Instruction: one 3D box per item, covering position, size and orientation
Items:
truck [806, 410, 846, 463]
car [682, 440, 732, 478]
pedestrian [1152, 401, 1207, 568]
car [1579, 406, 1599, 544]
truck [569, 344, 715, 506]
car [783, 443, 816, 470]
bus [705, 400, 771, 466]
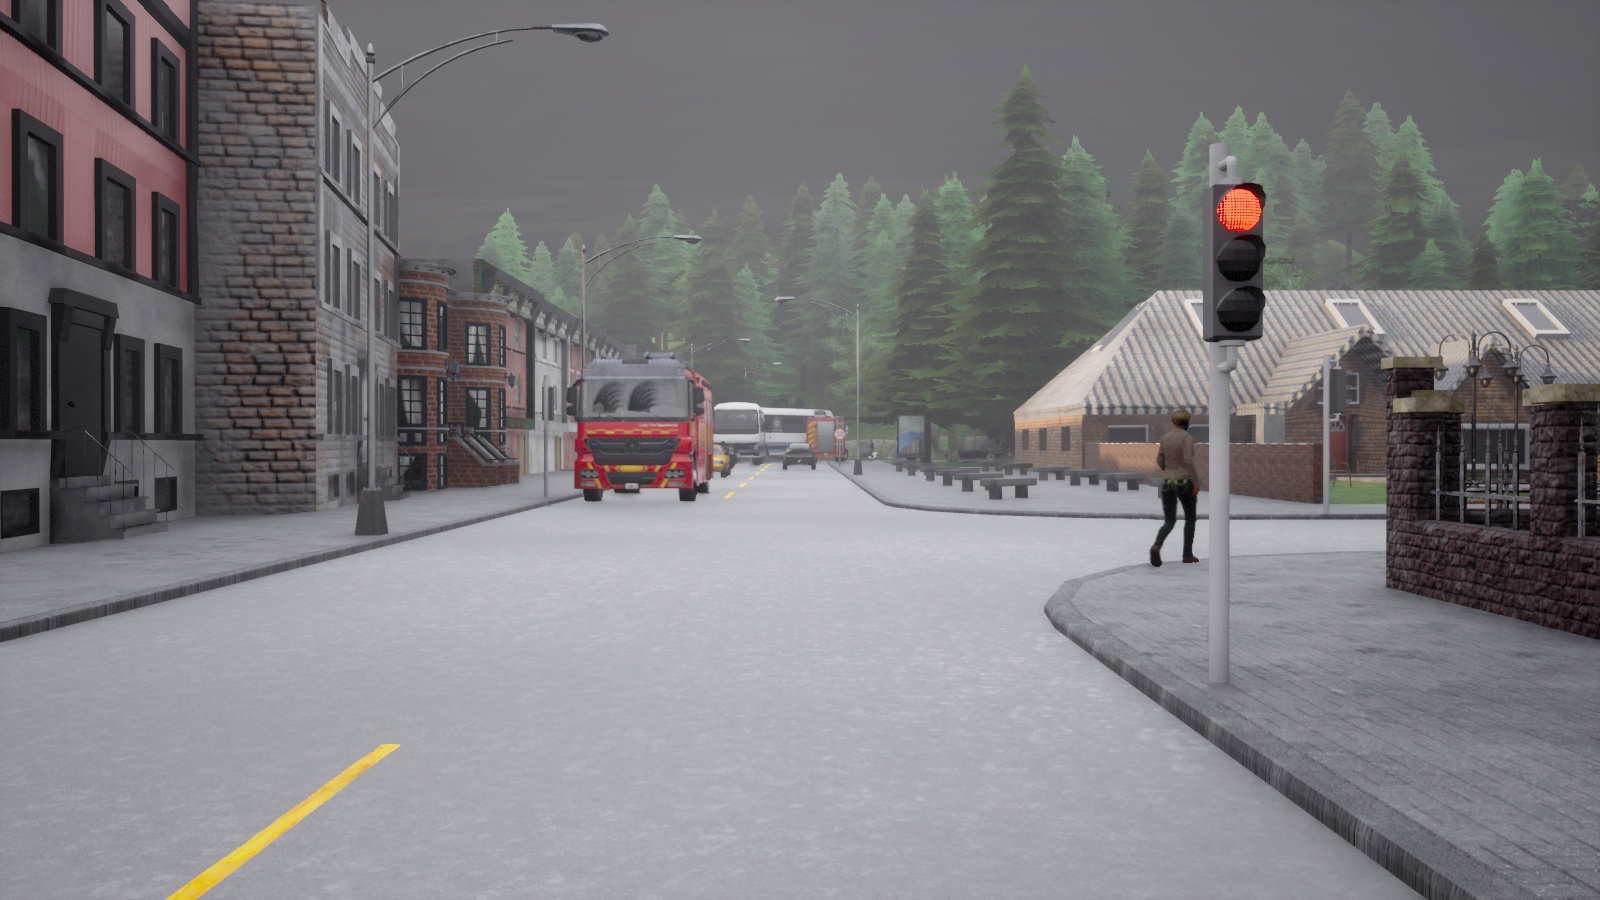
[{"bbox_3d":[2.053,-0.990,96.074,2.891,3.827,8.468,0,0,2],"label":"truck"},{"bbox_3d":[-4.052,0.370,55.262,1.801,1.575,5.366,0,0,0],"label":"car"},{"bbox_3d":[4.310,0.379,14.246,0.331,1.846,0.634,0,0,45],"label":"pedestrian"},{"bbox_3d":[14.694,0.375,18.153,5.566,2.045,2.150,0,0,-1],"label":"car"},{"bbox_3d":[-4.035,-0.613,33.930,2.891,3.827,8.468,0,0,0],"label":"truck"},{"bbox_3d":[-0.039,0.347,71.697,1.837,1.490,4.892,0,0,0],"label":"car"},{"bbox_3d":[-4.168,-1.123,86.850,3.944,4.253,10.273,0,0,1],"label":"bus"}]
